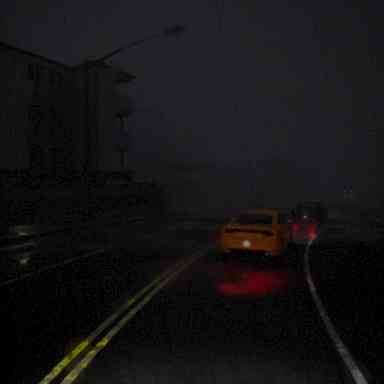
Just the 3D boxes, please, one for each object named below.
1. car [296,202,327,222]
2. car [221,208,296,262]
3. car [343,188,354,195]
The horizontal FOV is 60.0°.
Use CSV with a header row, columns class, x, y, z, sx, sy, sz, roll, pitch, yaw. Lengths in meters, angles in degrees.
class,x,y,z,sx,sy,sz,roll,pitch,yaw
car,8.751,1.399,24.497,1.895,1.301,4.718,1,0,29
car,2.506,1.385,12.073,1.882,1.535,5.008,1,0,21
car,34.857,-0.213,73.781,1.837,1.490,4.892,1,2,31
